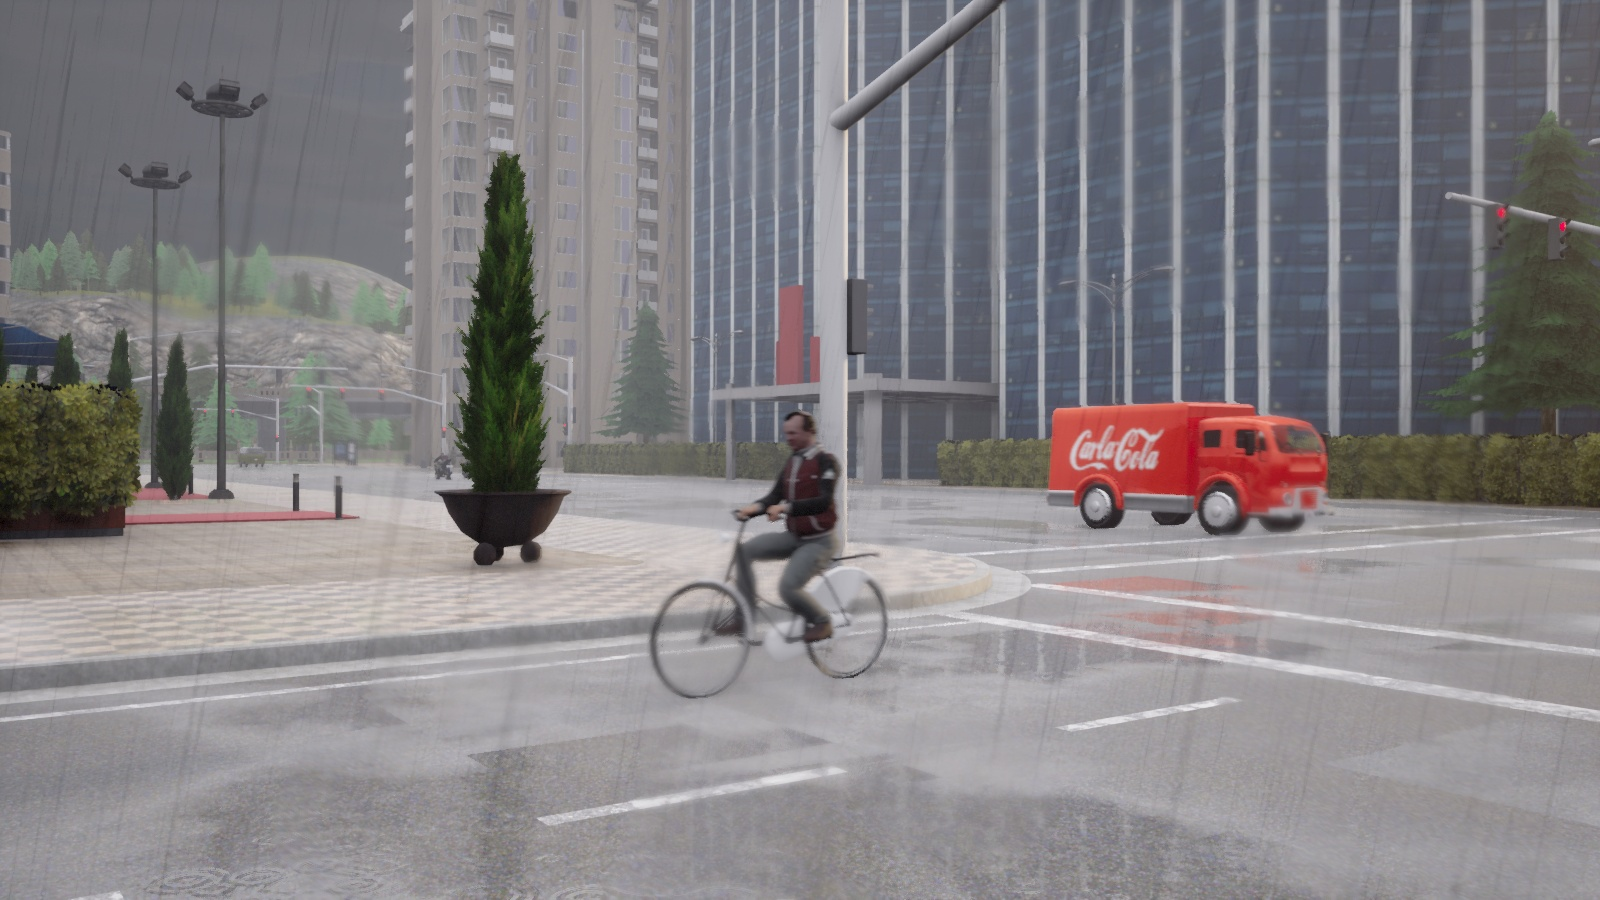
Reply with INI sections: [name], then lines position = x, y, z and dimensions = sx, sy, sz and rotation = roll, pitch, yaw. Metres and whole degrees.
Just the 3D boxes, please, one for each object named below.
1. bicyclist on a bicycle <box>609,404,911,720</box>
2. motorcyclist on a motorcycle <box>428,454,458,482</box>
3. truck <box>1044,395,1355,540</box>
[bicyclist on a bicycle]
position = -0.216, 0.635, 7.871
dimensions = 1.843, 1.776, 0.659
rotation = 0, 0, -37
[motorcyclist on a motorcycle]
position = -19.588, 0.990, 68.870
dimensions = 0.866, 1.530, 2.191
rotation = 0, 0, -35
[truck]
position = 7.585, 0.302, 24.367
dimensions = 2.627, 2.467, 5.204
rotation = 0, 0, -36
